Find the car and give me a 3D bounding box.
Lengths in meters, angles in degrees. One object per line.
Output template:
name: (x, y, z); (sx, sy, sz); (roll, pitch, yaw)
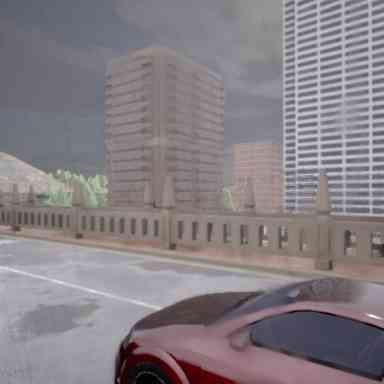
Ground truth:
car: (1.221, 1.568, 3.123); (4.181, 1.385, 1.994); (0, 0, 36)
